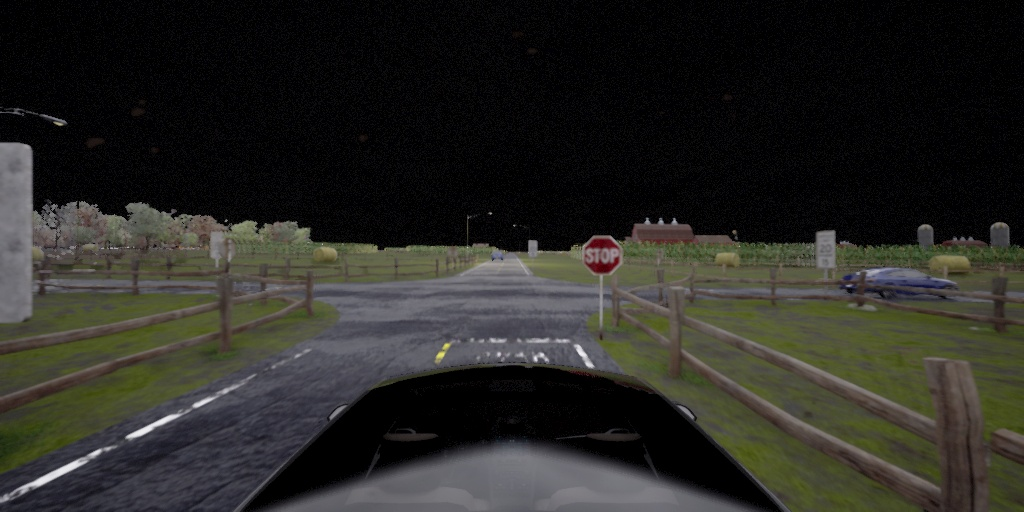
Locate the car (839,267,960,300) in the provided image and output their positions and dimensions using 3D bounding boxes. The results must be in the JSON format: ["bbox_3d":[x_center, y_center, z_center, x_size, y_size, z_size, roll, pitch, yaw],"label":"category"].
[{"bbox_3d":[18.564,1.271,17.330,4.674,1.442,1.812,1,0,-1],"label":"car"}]
